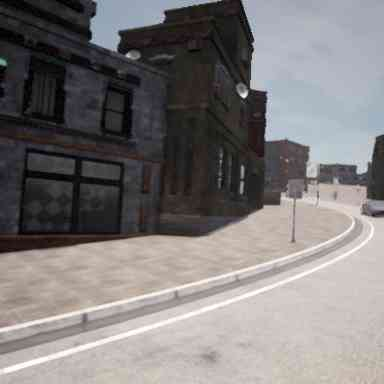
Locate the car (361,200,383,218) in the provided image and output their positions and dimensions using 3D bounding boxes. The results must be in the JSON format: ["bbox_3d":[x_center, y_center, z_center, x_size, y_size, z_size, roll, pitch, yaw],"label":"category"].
[{"bbox_3d":[16.075,1.425,28.738,2.033,1.411,5.357,2,1,15],"label":"car"}]
